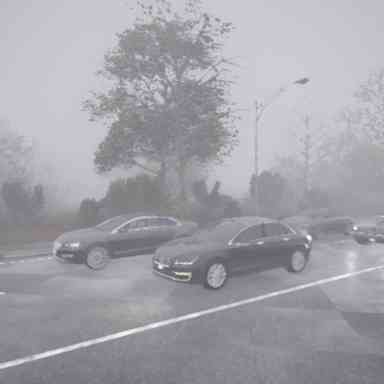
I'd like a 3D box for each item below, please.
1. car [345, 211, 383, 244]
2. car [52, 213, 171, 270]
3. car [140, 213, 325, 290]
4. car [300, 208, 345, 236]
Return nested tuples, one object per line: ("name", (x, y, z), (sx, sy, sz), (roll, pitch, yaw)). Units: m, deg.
("car", (8.901, 1.559, 14.242), (4.718, 1.301, 1.895), (0, 0, -33))
("car", (-1.986, 1.471, 11.087), (4.902, 1.511, 2.128), (0, 0, -35))
("car", (1.274, 1.484, 9.097), (4.892, 1.490, 1.837), (0, 0, -34))
("car", (6.303, 1.520, 16.717), (4.181, 1.385, 1.994), (0, 0, -34))
